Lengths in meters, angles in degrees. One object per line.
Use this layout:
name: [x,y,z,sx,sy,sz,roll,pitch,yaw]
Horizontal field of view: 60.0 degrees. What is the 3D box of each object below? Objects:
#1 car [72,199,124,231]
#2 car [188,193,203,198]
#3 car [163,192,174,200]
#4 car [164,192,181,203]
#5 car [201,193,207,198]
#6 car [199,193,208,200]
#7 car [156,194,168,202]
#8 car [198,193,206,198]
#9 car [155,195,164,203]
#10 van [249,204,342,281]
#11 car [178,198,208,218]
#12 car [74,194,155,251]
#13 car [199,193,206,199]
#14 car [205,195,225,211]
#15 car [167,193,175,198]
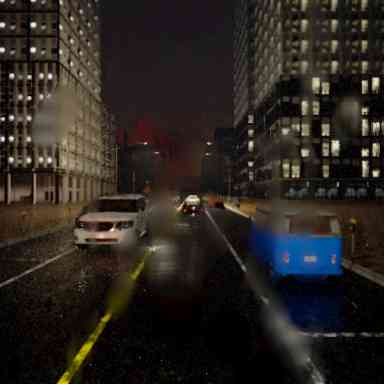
car: [-5.636,1.315,20.481,1.967,1.590,4.097,1,0,0]
car: [0.113,1.259,44.155,1.812,1.442,4.674,0,0,0]
car: [-5.650,0.835,80.399,2.192,1.841,5.009,1,0,0]
car: [-3.039,1.013,56.520,2.097,1.767,4.553,0,0,1]
car: [2.722,1.140,64.280,1.752,1.417,4.829,1,0,0]
car: [2.726,1.065,80.429,1.887,1.381,4.507,1,0,0]
car: [-5.659,1.161,64.063,1.887,1.381,4.507,1,0,0]
car: [2.729,1.023,91.308,1.947,1.339,4.313,1,0,0]
car: [-5.661,1.214,58.618,1.947,1.339,4.313,1,0,0]
van: [2.710,1.283,9.450,1.690,1.788,3.998,1,0,0]
car: [0.107,1.432,27.772,1.895,1.301,4.718,0,0,0]
car: [-3.096,1.135,14.095,2.150,2.045,5.566,0,0,0]
car: [2.728,1.013,86.038,1.752,1.417,4.829,1,0,0]
car: [2.713,1.356,37.338,1.802,1.307,4.206,1,0,0]
car: [-5.651,1.002,91.291,1.887,1.381,4.507,1,0,0]
